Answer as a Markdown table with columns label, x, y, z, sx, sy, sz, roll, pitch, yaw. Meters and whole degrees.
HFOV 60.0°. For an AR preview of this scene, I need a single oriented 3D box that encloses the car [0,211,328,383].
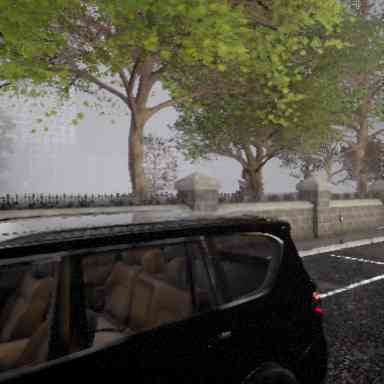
| label | x | y | z | sx | sy | sz | roll | pitch | yaw |
| --- | --- | --- | --- | --- | --- | --- | --- | --- | --- |
| car | -1.281 | 1.230 | 2.448 | 5.566 | 2.045 | 2.150 | 0 | 0 | -36 |
